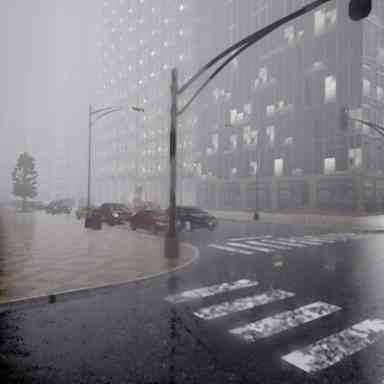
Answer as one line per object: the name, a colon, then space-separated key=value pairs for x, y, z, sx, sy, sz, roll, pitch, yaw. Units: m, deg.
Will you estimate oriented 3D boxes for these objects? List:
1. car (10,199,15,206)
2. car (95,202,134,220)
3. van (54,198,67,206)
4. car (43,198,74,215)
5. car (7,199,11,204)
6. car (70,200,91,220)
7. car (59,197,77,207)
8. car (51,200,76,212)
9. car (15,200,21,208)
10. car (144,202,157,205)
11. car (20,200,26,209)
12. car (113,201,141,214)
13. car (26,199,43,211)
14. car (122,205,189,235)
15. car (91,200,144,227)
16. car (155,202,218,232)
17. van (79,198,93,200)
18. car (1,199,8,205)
car: x=-31.574 y=2.115 z=61.289 sx=2.008 sy=1.369 sz=4.403 roll=1 pitch=-1 yaw=-35
car: x=-7.375 y=1.743 z=31.269 sx=1.837 sy=1.490 sz=4.892 roll=1 pitch=-1 yaw=-35
van: x=-27.969 y=2.102 z=70.753 sx=1.690 sy=1.788 sz=3.998 roll=1 pitch=-1 yaw=-35
car: x=-15.273 y=1.731 z=38.014 sx=1.967 sy=1.590 sz=4.097 roll=1 pitch=-1 yaw=-35
car: x=-34.834 y=2.201 z=65.945 sx=1.802 sy=1.307 sz=4.206 roll=1 pitch=-1 yaw=-35
car: x=-8.656 y=1.705 z=28.563 sx=1.752 sy=1.417 sz=4.829 roll=1 pitch=-1 yaw=-35
car: x=-24.709 y=2.021 z=66.098 sx=2.192 sy=1.841 sz=5.009 roll=1 pitch=-1 yaw=-35
car: x=-18.104 y=1.912 z=46.693 sx=2.128 sy=1.511 sz=4.902 roll=1 pitch=-1 yaw=-34
car: x=-28.314 y=2.055 z=56.634 sx=1.887 sy=1.381 sz=4.507 roll=1 pitch=-1 yaw=-35
car: x=-5.149 y=1.818 z=38.164 sx=1.967 sy=1.590 sz=4.097 roll=1 pitch=-1 yaw=-35
car: x=-25.054 y=2.021 z=51.979 sx=1.947 sy=1.339 sz=4.313 roll=1 pitch=-1 yaw=-35
car: x=-8.506 y=1.960 z=42.957 sx=1.752 sy=1.417 sz=4.829 roll=1 pitch=-1 yaw=-35
car: x=-21.794 y=1.951 z=47.323 sx=2.008 sy=1.369 sz=4.403 roll=1 pitch=-1 yaw=-35
car: x=-2.233 y=1.654 z=19.391 sx=1.802 sy=1.307 sz=4.206 roll=1 pitch=-1 yaw=-35
car: x=-5.493 y=1.567 z=24.048 sx=1.967 sy=1.590 sz=4.097 roll=1 pitch=-1 yaw=-35
car: x=-0.286 y=1.624 z=21.139 sx=1.837 sy=1.490 sz=4.892 roll=1 pitch=-1 yaw=-33
van: x=-18.189 y=1.938 z=56.787 sx=1.690 sy=1.788 sz=3.998 roll=1 pitch=-1 yaw=-35
car: x=-41.354 y=2.279 z=75.256 sx=2.008 sy=1.369 sz=4.403 roll=1 pitch=-1 yaw=-35
